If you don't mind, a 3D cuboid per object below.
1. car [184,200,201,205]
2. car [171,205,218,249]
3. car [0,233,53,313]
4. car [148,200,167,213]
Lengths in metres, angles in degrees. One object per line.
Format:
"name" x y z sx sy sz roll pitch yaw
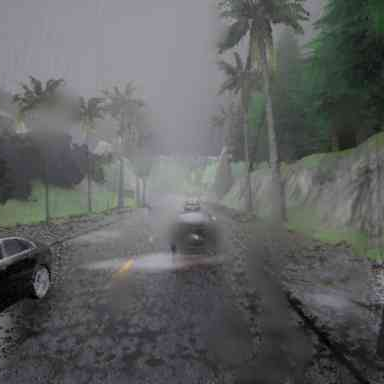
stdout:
"car" 0.066 1.728 38.979 2.128 1.511 4.902 0 0 0
"car" 0.097 1.569 15.089 1.882 1.535 5.008 0 0 0
"car" -4.100 1.527 5.720 2.128 1.511 4.902 0 0 0
"car" -4.111 1.721 40.317 1.882 1.535 5.008 0 0 0
